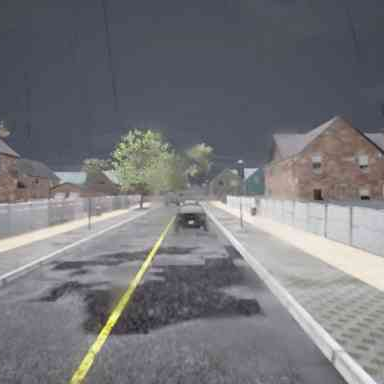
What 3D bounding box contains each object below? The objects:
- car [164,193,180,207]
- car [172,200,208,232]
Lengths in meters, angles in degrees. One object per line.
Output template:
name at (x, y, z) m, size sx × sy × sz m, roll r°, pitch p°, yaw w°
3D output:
car at (-3.154, 1.252, 53.335) m, size 2.150 × 2.045 × 5.566 m, roll 0°, pitch 0°, yaw 0°
car at (-0.050, 1.471, 20.251) m, size 1.882 × 1.535 × 5.008 m, roll 0°, pitch 0°, yaw 0°
